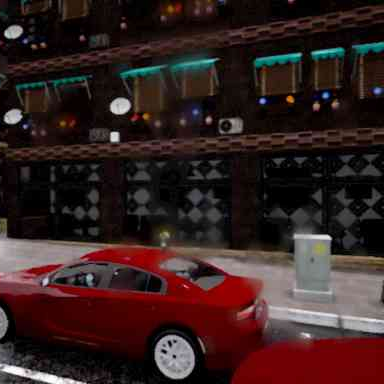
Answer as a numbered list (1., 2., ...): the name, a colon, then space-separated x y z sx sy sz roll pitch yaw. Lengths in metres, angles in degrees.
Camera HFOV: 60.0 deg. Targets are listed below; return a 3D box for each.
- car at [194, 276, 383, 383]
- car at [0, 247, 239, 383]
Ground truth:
1. car: 2.516 1.588 1.982 4.674 1.442 1.812 1 0 18
2. car: -1.153 1.528 5.052 4.507 1.381 1.887 1 -1 18
